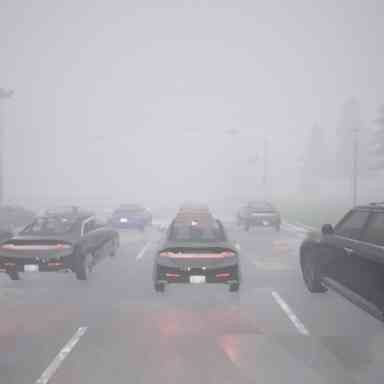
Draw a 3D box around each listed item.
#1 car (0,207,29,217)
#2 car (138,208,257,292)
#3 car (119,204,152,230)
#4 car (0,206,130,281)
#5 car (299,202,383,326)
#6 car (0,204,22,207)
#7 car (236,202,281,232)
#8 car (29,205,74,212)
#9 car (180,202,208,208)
[{"bbox_3d":[-6.906,1.387,9.294,2.128,1.511,4.902,0,1,0],"label":"car"},{"bbox_3d":[0.102,1.394,8.643,2.128,1.511,4.902,0,1,0],"label":"car"},{"bbox_3d":[-3.391,1.357,18.545,1.994,1.385,4.181,0,1,0],"label":"car"},{"bbox_3d":[-3.405,1.383,9.490,2.128,1.511,4.902,0,0,0],"label":"car"},{"bbox_3d":[3.626,1.161,5.412,2.150,2.045,5.566,0,1,-2],"label":"car"},{"bbox_3d":[-10.389,1.356,18.680,1.994,1.385,4.181,0,1,0],"label":"car"},{"bbox_3d":[3.612,1.283,18.666,2.128,1.511,4.902,0,1,0],"label":"car"},{"bbox_3d":[-6.887,1.394,18.615,1.895,1.301,4.718,0,1,0],"label":"car"},{"bbox_3d":[0.110,1.275,18.145,1.882,1.535,5.008,0,1,0],"label":"car"}]
